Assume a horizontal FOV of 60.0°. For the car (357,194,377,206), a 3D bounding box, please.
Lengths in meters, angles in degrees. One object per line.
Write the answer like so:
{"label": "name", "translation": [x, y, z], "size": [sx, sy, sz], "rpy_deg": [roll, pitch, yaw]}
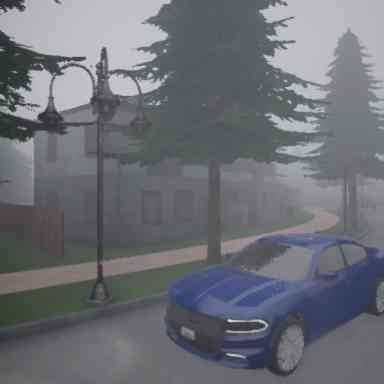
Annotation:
{"label": "car", "translation": [21.607, 1.182, 42.233], "size": [2.150, 2.045, 5.566], "rpy_deg": [0, 0, 12]}

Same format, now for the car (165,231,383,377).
{"label": "car", "translation": [1.810, 1.515, 5.869], "size": [5.008, 1.535, 1.882], "rpy_deg": [0, 0, -42]}
